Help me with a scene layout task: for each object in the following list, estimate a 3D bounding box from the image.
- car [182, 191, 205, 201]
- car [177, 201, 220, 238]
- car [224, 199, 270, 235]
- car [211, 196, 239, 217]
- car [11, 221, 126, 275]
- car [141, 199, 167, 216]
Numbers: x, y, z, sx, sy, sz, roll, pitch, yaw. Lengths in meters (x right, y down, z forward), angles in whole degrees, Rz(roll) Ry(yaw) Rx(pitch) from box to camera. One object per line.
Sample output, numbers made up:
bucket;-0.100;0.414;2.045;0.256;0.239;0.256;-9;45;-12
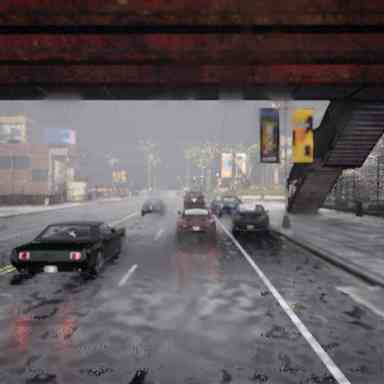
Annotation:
car;0.195;0.940;35.010;2.150;2.045;5.566;0;0;0
car;0.198;1.390;16.821;1.812;1.442;4.674;0;0;0
car;3.122;1.337;17.880;2.231;1.521;4.892;0;0;10
car;3.150;1.124;28.654;2.185;1.767;4.553;0;0;0
car;-3.318;1.519;10.082;1.895;1.301;4.718;0;0;0
car;-3.289;1.312;29.172;2.033;1.411;5.357;0;0;0
